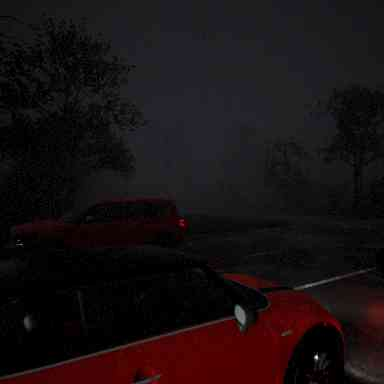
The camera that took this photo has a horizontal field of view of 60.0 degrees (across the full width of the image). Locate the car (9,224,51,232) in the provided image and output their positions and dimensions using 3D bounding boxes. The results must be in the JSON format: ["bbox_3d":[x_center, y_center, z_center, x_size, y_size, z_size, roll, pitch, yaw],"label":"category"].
[{"bbox_3d":[-4.768,1.491,4.877,4.902,1.511,2.128,0,0,-35],"label":"car"}]

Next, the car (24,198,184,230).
[{"bbox_3d":[-2.804,1.221,10.568,5.566,2.045,2.150,0,0,-35],"label":"car"}]

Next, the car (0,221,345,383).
[{"bbox_3d":[-0.453,1.352,3.397,4.553,1.767,2.097,0,0,-35],"label":"car"}]

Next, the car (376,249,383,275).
[{"bbox_3d":[6.751,1.601,8.528,4.718,1.301,1.895,0,0,-36],"label":"car"}]
